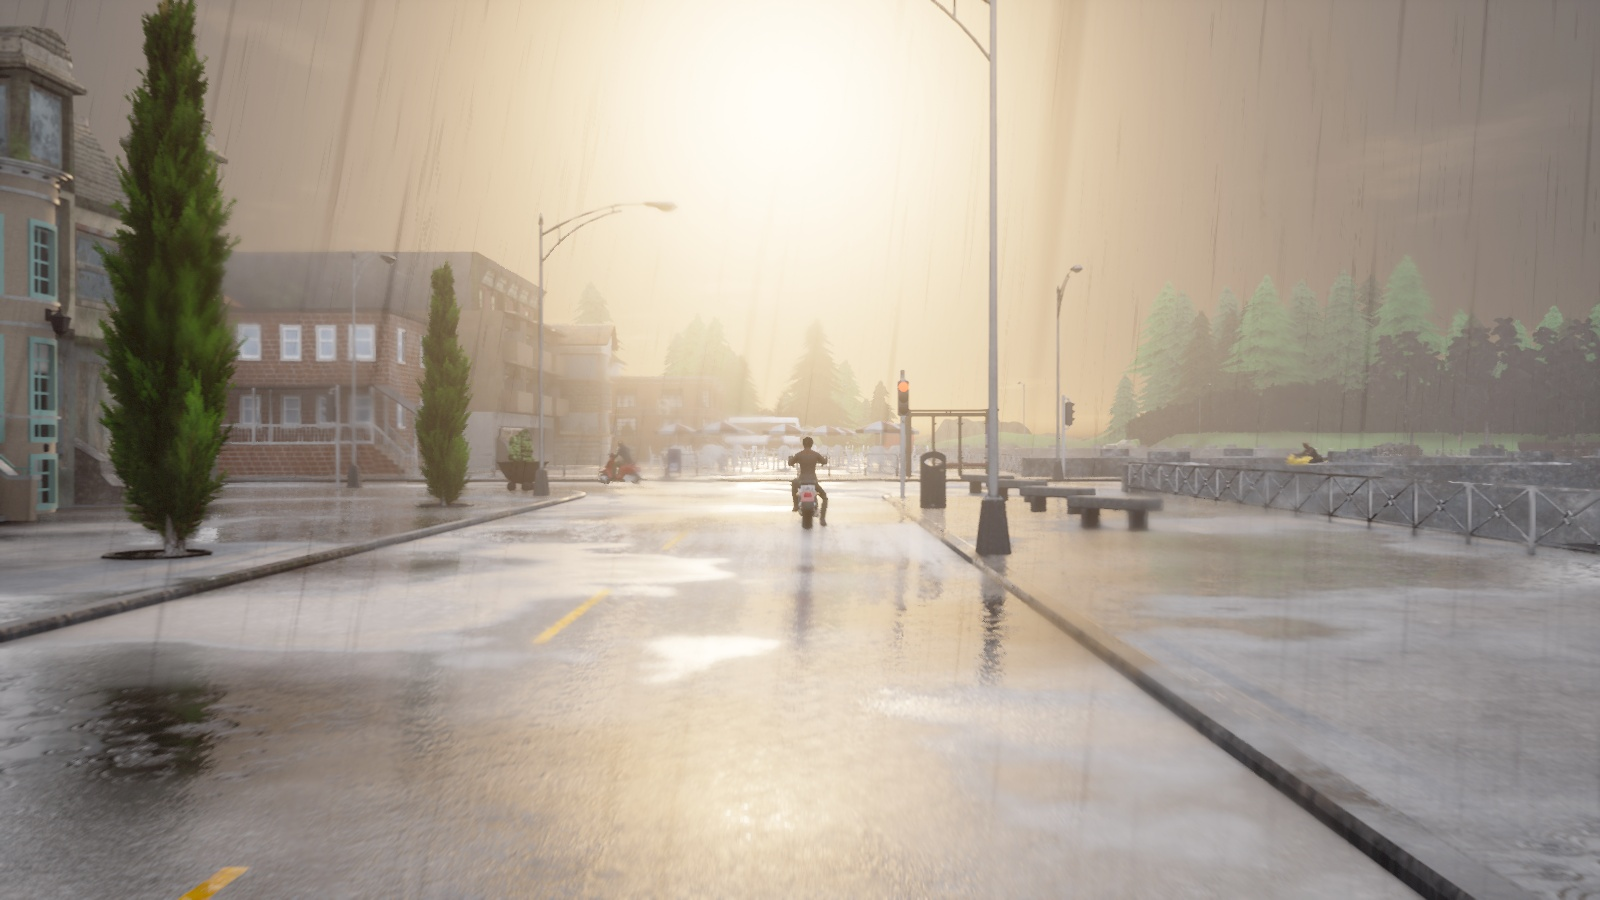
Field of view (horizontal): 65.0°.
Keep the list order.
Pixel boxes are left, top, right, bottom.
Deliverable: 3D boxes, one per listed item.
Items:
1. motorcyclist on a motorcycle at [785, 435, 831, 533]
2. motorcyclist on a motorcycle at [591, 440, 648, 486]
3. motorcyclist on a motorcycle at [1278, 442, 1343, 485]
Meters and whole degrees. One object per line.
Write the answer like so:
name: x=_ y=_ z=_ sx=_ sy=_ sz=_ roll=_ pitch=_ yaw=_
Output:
motorcyclist on a motorcycle: x=0.139 y=0.571 z=22.321 sx=0.766 sy=1.649 sz=2.350 roll=0 pitch=0 yaw=0
motorcyclist on a motorcycle: x=-6.425 y=0.443 z=44.608 sx=1.817 sy=1.590 sz=0.866 roll=0 pitch=2 yaw=27
motorcyclist on a motorcycle: x=18.574 y=0.486 z=45.695 sx=2.044 sy=1.523 sz=0.797 roll=0 pitch=0 yaw=1
